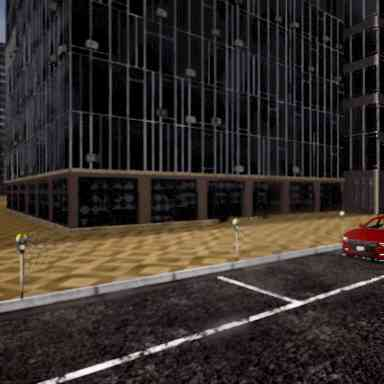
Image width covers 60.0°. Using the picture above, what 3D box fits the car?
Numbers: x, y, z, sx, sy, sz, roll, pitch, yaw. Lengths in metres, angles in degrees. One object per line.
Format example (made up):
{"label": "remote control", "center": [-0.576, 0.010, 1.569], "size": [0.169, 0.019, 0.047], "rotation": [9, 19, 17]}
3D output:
{"label": "car", "center": [7.041, 1.487, 11.584], "size": [4.507, 1.381, 1.887], "rotation": [0, 0, -36]}
